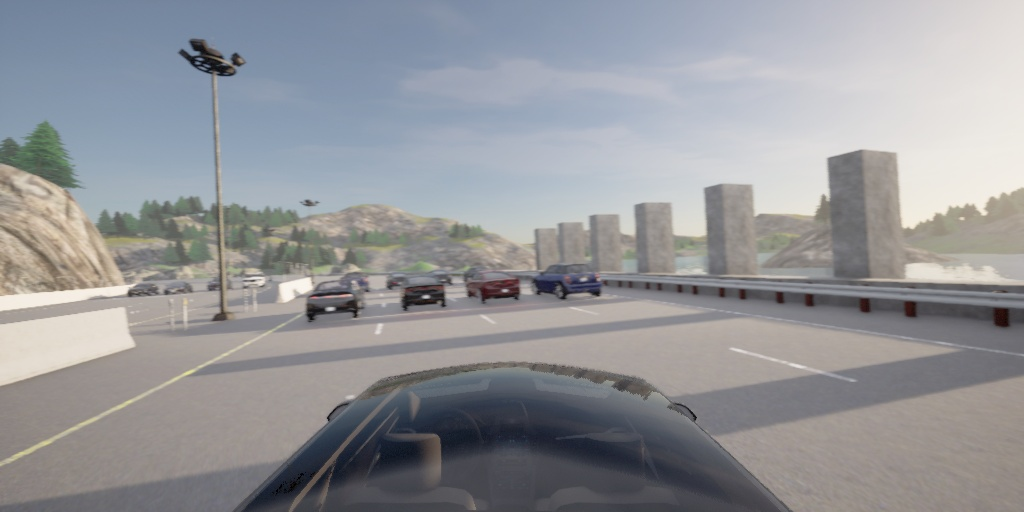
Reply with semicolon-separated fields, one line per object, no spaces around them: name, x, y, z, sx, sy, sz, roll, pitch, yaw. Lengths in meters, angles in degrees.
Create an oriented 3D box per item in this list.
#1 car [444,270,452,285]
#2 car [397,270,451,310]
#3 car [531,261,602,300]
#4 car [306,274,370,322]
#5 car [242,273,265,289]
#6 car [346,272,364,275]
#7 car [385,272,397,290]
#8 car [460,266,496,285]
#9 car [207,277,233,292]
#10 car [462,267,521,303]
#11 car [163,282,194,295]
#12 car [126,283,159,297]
car;-6.789;1.978;33.019;1.812;1.442;4.674;-3;0;-23
car;-4.447;1.635;17.535;1.882;1.535;5.008;-3;0;-19
car;2.619;1.152;18.430;2.097;1.767;4.553;-3;-1;-18
car;-7.399;1.778;15.354;2.128;1.511;4.902;-3;-1;-18
car;-34.967;3.313;48.621;2.150;2.045;5.566;-3;-1;-32
car;-12.964;2.087;29.655;2.097;1.767;4.553;-3;-1;-23
car;-10.026;2.131;31.696;1.812;1.442;4.674;-3;0;-23
car;-3.294;1.785;33.734;1.837;1.490;4.892;-3;0;-23
car;-37.691;3.558;46.349;2.097;1.767;4.553;-3;-1;-32
car;-1.115;1.474;18.595;1.882;1.535;5.008;-3;0;-19
car;-39.337;3.773;42.331;1.812;1.442;4.674;-3;-1;-31
car;-43.323;3.958;42.161;1.837;1.490;4.892;-3;-1;-32
